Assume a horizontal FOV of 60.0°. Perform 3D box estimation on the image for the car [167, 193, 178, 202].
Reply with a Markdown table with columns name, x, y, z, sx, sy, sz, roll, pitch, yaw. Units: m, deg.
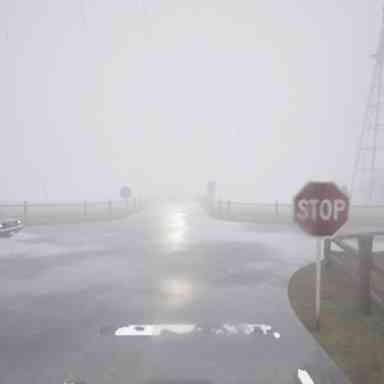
| name | x | y | z | sx | sy | sz | roll | pitch | yaw |
| --- | --- | --- | --- | --- | --- | --- | --- | --- | --- |
| car | -3.771 | 1.063 | 65.902 | 2.097 | 1.767 | 4.553 | 0 | 0 | -1 |

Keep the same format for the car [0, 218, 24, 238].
| name | x | y | z | sx | sy | sz | roll | pitch | yaw |
| --- | --- | --- | --- | --- | --- | --- | --- | --- | --- |
| car | -9.730 | 1.429 | 13.912 | 4.718 | 1.301 | 1.895 | 0 | 1 | -1 |
